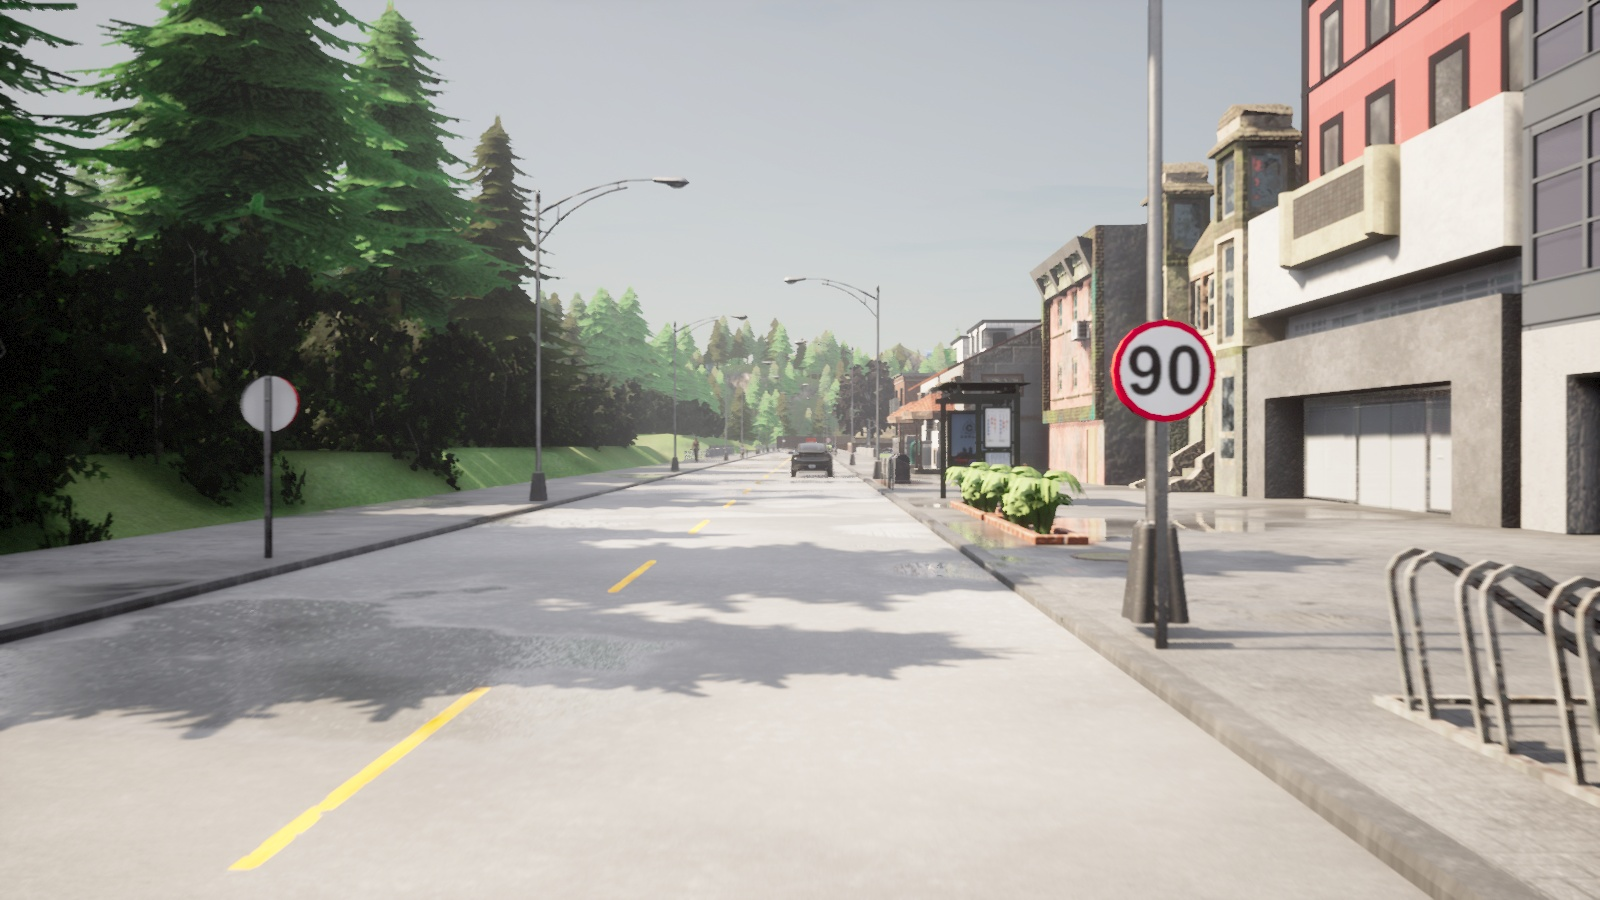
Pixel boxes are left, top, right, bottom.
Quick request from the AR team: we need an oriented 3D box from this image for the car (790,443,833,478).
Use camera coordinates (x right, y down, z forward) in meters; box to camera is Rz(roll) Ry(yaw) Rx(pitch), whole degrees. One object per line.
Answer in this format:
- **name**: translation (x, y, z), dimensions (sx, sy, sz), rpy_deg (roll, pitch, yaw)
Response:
- **car**: translation (0.522, 0.432, 56.700), dimensions (1.837, 1.490, 4.892), rpy_deg (0, 0, 1)
